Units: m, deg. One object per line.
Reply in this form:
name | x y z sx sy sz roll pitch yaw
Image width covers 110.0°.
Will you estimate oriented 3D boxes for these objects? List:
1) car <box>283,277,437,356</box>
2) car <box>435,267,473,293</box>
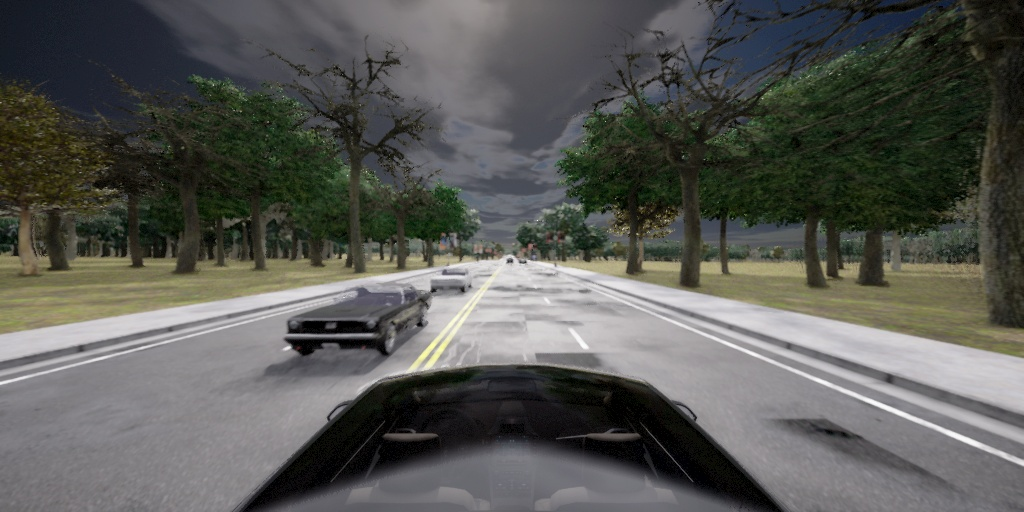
car | -3.373 1.362 8.853 1.895 1.301 4.718 0 0 0
car | -3.435 1.357 21.052 1.895 1.301 4.718 0 0 0
